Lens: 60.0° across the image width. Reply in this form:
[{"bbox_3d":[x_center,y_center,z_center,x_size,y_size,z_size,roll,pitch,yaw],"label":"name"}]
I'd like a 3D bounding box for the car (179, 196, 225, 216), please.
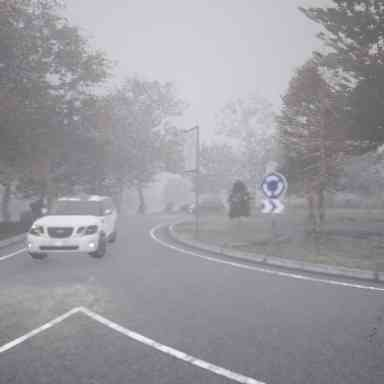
[{"bbox_3d":[1.000,1.286,32.011,4.553,1.767,2.097,0,0,-38],"label":"car"}]

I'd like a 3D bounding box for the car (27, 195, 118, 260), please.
[{"bbox_3d":[-4.177,1.167,12.621,2.150,2.045,5.566,1,0,-5],"label":"car"}]
